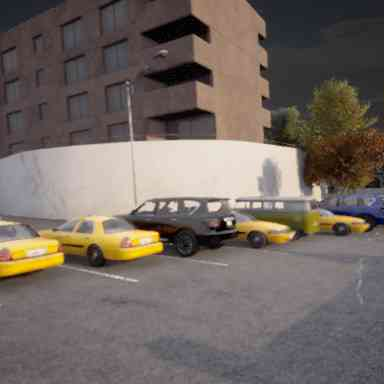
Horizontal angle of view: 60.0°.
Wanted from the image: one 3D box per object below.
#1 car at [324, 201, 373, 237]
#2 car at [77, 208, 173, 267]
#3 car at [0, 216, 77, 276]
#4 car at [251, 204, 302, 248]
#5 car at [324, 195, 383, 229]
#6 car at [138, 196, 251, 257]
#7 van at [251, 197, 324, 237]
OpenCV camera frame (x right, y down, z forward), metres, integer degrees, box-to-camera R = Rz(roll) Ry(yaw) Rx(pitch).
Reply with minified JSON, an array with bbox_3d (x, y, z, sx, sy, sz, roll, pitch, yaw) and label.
[{"bbox_3d":[6.567,1.451,18.086,5.366,1.575,1.946,-1,-1,34],"label":"car"},{"bbox_3d":[-3.471,1.474,11.312,5.366,1.575,1.946,-1,0,34],"label":"car"},{"bbox_3d":[-5.904,1.494,9.571,5.366,1.575,1.946,-1,0,35],"label":"car"},{"bbox_3d":[1.701,1.449,14.587,5.366,1.575,1.946,-1,-1,35],"label":"car"},{"bbox_3d":[8.819,1.210,19.955,5.566,2.045,2.435,-1,-1,34],"label":"car"},{"bbox_3d":[-0.911,1.211,12.963,5.566,2.045,2.435,-1,0,35],"label":"car"},{"bbox_3d":[3.881,1.230,16.506,4.442,1.987,1.878,-1,-1,34],"label":"van"}]
